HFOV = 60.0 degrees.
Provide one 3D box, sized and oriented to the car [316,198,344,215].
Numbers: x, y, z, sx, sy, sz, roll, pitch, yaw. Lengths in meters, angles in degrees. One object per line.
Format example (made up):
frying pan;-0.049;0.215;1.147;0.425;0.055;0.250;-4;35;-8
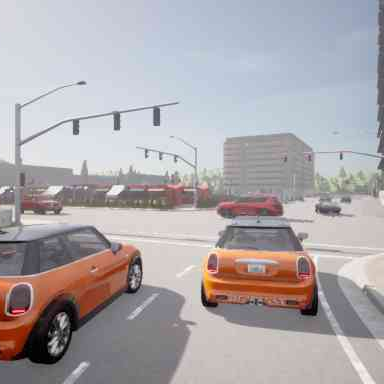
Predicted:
car;13.964;1.618;34.203;1.895;1.301;4.718;0;0;15

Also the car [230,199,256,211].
car;6.648;1.601;42.977;1.895;1.301;4.718;0;0;28

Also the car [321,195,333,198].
car;26.709;1.354;66.050;2.097;1.767;4.553;0;0;28

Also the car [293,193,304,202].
car;24.191;1.212;76.393;2.150;2.045;5.566;0;0;28

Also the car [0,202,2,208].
car;-25.245;1.276;39.694;5.566;2.045;2.150;0;0;28

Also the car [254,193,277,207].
car;11.647;1.222;52.523;2.150;2.045;5.566;0;0;28

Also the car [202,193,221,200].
car;5.146;1.208;86.981;4.605;1.855;1.932;0;0;28

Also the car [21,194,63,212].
car;-16.095;1.277;34.834;5.566;2.045;2.150;0;0;28

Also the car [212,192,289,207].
car;4.846;1.268;27.909;5.566;2.045;2.150;0;0;28

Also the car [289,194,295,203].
car;17.669;1.490;63.967;2.128;1.511;4.902;0;0;28

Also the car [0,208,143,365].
car;-2.486;1.352;6.145;2.097;1.767;4.553;0;0;10

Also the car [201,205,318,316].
car;1.631;1.352;7.851;2.097;1.767;4.553;0;0;14

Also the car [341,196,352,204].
car;30.419;1.500;65.619;1.837;1.490;4.892;0;0;28
